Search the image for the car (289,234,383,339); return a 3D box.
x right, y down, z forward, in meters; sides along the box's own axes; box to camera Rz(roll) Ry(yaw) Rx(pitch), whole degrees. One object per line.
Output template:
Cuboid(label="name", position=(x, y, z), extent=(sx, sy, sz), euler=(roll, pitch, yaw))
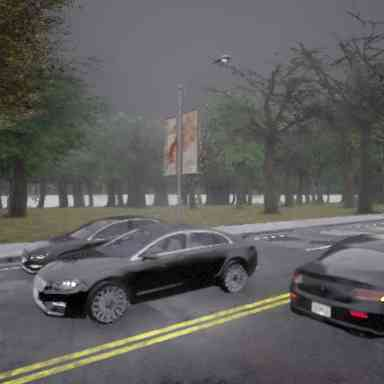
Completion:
Cuboid(label="car", position=(3.722, 1.507, 6.096), extent=(4.674, 1.442, 1.812), euler=(0, 0, -35))

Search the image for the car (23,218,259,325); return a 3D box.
Cuboid(label="car", position=(-0.702, 1.481, 7.174), extent=(4.902, 1.511, 2.128), euler=(0, 0, -35))

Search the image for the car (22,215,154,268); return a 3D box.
Cuboid(label="car", position=(-2.362, 1.492, 9.982), extent=(4.892, 1.490, 1.837), euler=(-1, 1, -35))
